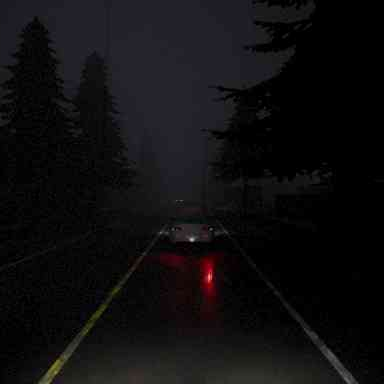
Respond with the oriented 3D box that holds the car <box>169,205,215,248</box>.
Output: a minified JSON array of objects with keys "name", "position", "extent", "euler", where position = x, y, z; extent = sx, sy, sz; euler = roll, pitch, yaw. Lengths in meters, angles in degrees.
[{"name":"car","position":[0.000,1.530,14.632],"extent":[1.812,1.442,4.674],"euler":[0,0,0]}]

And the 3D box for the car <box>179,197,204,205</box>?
[{"name":"car","position":[0.000,1.482,29.632],"extent":[1.882,1.535,5.008],"euler":[0,0,0]}]

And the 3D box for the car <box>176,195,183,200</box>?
[{"name":"car","position":[-3.500,1.470,91.755],"extent":[1.882,1.535,5.008],"euler":[0,0,0]}]
